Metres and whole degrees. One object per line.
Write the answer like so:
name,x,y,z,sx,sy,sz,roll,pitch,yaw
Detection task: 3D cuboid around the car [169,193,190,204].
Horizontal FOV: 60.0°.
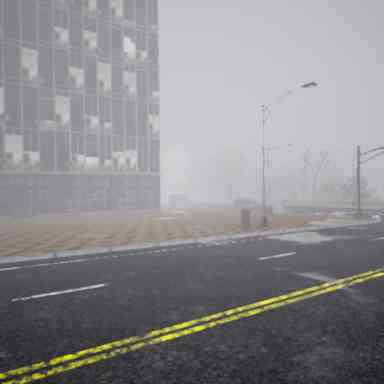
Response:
car,-2.521,1.279,67.120,2.150,2.045,5.566,-1,1,-33

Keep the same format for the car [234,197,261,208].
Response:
car,8.333,1.554,50.257,2.128,1.511,4.902,-1,1,-33
